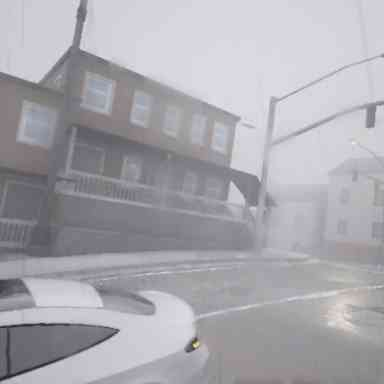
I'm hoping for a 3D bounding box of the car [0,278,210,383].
[{"bbox_3d":[-1.983,1.529,2.551,4.674,1.442,1.812,0,0,-35],"label":"car"}]
